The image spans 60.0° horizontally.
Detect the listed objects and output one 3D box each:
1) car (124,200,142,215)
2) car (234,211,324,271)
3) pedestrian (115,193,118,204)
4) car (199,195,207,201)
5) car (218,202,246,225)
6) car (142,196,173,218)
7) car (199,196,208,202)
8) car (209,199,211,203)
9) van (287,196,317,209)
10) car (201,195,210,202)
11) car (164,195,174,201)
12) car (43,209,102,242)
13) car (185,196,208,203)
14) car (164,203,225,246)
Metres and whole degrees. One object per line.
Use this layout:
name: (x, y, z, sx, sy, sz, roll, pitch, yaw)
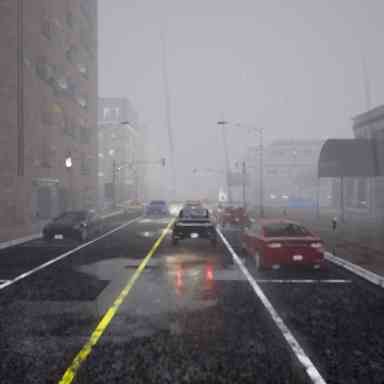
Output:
car: (-5.693, 1.487, 33.302, 1.752, 1.417, 4.829, 0, 0, 0)
car: (2.686, 1.529, 10.679, 1.887, 1.381, 4.507, 0, 0, 0)
pedestrian: (-12.626, 1.017, 55.353, 0.375, 1.860, 0.375, 0, 0, 0)
car: (2.692, 1.504, 83.030, 2.008, 1.369, 4.403, 0, 0, 0)
car: (2.687, 1.516, 22.073, 1.887, 1.381, 4.507, 0, 0, 0)
car: (-3.060, 1.441, 30.350, 1.882, 1.535, 5.008, 0, 0, 0)
car: (2.692, 1.533, 77.333, 1.802, 1.307, 4.206, 0, 0, 0)
car: (2.688, 1.491, 27.941, 1.752, 1.417, 4.829, 0, 0, 0)
van: (14.662, 1.362, 44.232, 3.998, 1.788, 1.690, 0, 0, 0)
car: (2.690, 1.389, 65.939, 1.967, 1.590, 4.097, 0, 0, 0)
car: (-5.688, 1.504, 83.018, 2.008, 1.369, 4.403, 0, 0, 0)
car: (-5.694, 1.543, 16.383, 1.947, 1.339, 4.313, 0, 0, 0)
car: (0.104, 1.454, 31.494, 2.128, 1.511, 4.902, 0, 0, 0)
car: (0.100, 1.468, 15.225, 2.128, 1.511, 4.902, 0, 0, 0)
